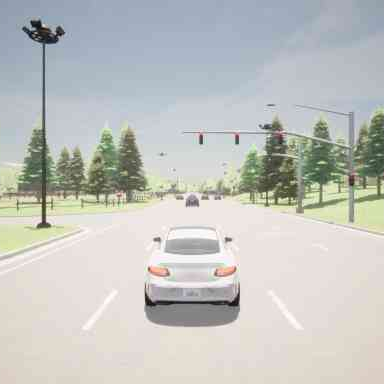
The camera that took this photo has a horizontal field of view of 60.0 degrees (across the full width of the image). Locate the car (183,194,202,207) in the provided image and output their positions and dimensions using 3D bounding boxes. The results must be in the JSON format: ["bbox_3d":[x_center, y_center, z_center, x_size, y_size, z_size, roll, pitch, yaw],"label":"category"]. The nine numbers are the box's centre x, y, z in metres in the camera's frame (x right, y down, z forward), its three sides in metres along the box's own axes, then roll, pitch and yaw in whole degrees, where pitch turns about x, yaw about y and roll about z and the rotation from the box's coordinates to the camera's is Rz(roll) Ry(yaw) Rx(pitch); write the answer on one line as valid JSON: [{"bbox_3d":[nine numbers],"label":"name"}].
[{"bbox_3d":[0.071,1.349,51.745,2.097,1.767,4.553,0,0,0],"label":"car"}]

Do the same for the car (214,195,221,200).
[{"bbox_3d":[7.128,1.520,93.212,2.128,1.511,4.902,0,0,0],"label":"car"}]

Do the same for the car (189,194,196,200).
[{"bbox_3d":[0.128,1.350,93.192,2.097,1.767,4.553,0,0,0],"label":"car"}]

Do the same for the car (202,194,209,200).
[{"bbox_3d":[3.628,1.350,93.187,2.097,1.767,4.553,0,0,0],"label":"car"}]

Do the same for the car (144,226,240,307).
[{"bbox_3d":[0.017,1.525,7.872,1.812,1.442,4.674,0,0,0],"label":"car"}]

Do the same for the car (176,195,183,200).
[{"bbox_3d":[-3.372,1.548,93.193,1.994,1.385,4.181,0,0,0],"label":"car"}]
